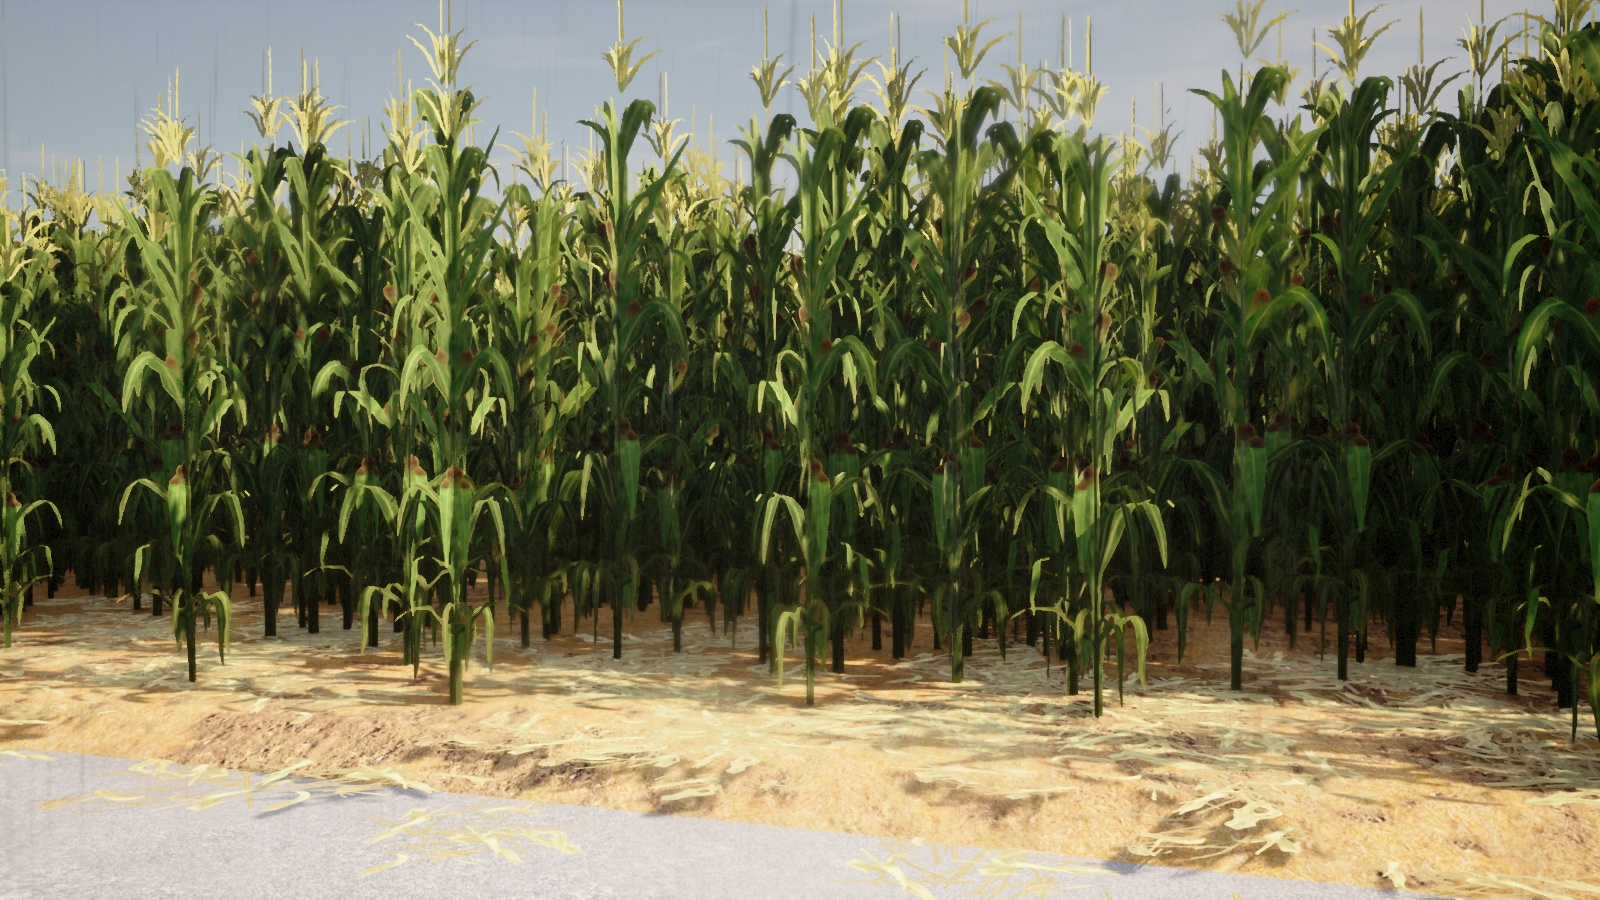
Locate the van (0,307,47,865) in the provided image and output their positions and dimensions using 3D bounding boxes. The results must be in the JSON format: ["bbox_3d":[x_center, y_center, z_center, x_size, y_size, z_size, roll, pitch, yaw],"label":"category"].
[{"bbox_3d":[-5.179,0.479,4.511,4.442,1.987,1.775,0,1,19],"label":"van"}]
